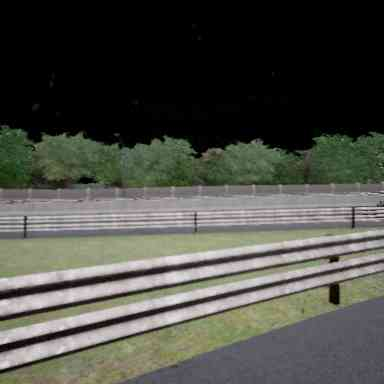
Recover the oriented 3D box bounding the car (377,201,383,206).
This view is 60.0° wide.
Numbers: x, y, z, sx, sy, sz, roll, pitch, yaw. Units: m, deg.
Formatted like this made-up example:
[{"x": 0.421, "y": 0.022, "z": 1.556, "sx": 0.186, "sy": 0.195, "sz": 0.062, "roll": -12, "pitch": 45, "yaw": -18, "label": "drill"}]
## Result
[{"x": 22.332, "y": 1.176, "z": 34.791, "sx": 5.357, "sy": 1.411, "sz": 2.033, "roll": -1, "pitch": 1, "yaw": -5, "label": "car"}]
